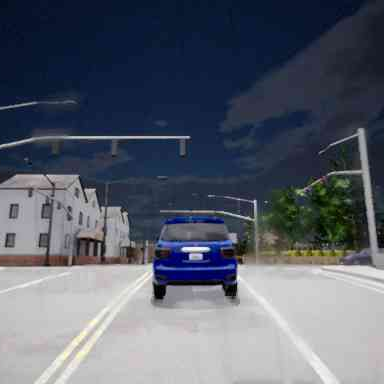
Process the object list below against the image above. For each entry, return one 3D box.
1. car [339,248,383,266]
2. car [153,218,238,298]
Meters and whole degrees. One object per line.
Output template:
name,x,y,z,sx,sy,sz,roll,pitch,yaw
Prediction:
car,15.408,5.701,29.306,4.553,1.767,2.097,0,-12,1
car,0.057,1.931,10.346,2.150,2.045,5.566,0,-7,-1
